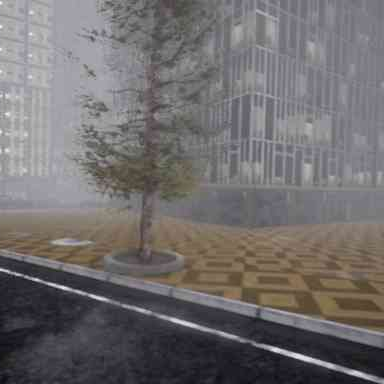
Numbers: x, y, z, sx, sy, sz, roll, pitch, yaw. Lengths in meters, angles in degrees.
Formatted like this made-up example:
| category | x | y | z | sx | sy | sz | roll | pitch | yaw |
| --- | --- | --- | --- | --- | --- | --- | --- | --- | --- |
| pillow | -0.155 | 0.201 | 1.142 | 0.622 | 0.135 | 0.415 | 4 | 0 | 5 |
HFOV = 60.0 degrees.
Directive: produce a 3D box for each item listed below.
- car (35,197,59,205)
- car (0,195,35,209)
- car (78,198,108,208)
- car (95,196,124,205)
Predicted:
| category | x | y | z | sx | sy | sz | roll | pitch | yaw |
| --- | --- | --- | --- | --- | --- | --- | --- | --- | --- |
| car | -24.505 | 1.455 | 55.182 | 4.403 | 1.369 | 2.008 | 1 | 1 | -34 |
| car | -24.729 | 1.406 | 45.474 | 5.009 | 1.841 | 2.192 | 1 | 1 | -34 |
| car | -15.379 | 1.745 | 51.882 | 4.507 | 1.381 | 1.887 | 1 | 1 | -34 |
| car | -15.289 | 1.538 | 61.489 | 4.829 | 1.417 | 1.752 | 1 | 1 | -34 |
